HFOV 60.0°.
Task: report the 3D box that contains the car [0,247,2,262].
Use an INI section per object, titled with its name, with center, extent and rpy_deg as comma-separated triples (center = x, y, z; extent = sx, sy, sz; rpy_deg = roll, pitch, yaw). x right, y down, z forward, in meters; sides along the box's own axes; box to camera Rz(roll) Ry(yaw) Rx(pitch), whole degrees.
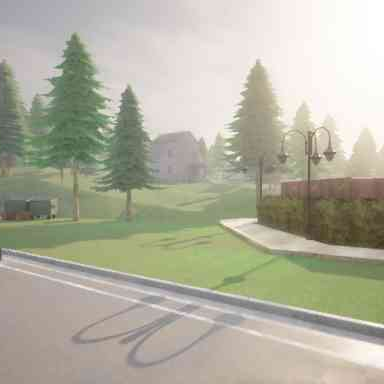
[car]
center = -7.310, 1.601, 9.208
extent = 4.718, 1.301, 1.895
rpy_deg = 0, 0, 36
